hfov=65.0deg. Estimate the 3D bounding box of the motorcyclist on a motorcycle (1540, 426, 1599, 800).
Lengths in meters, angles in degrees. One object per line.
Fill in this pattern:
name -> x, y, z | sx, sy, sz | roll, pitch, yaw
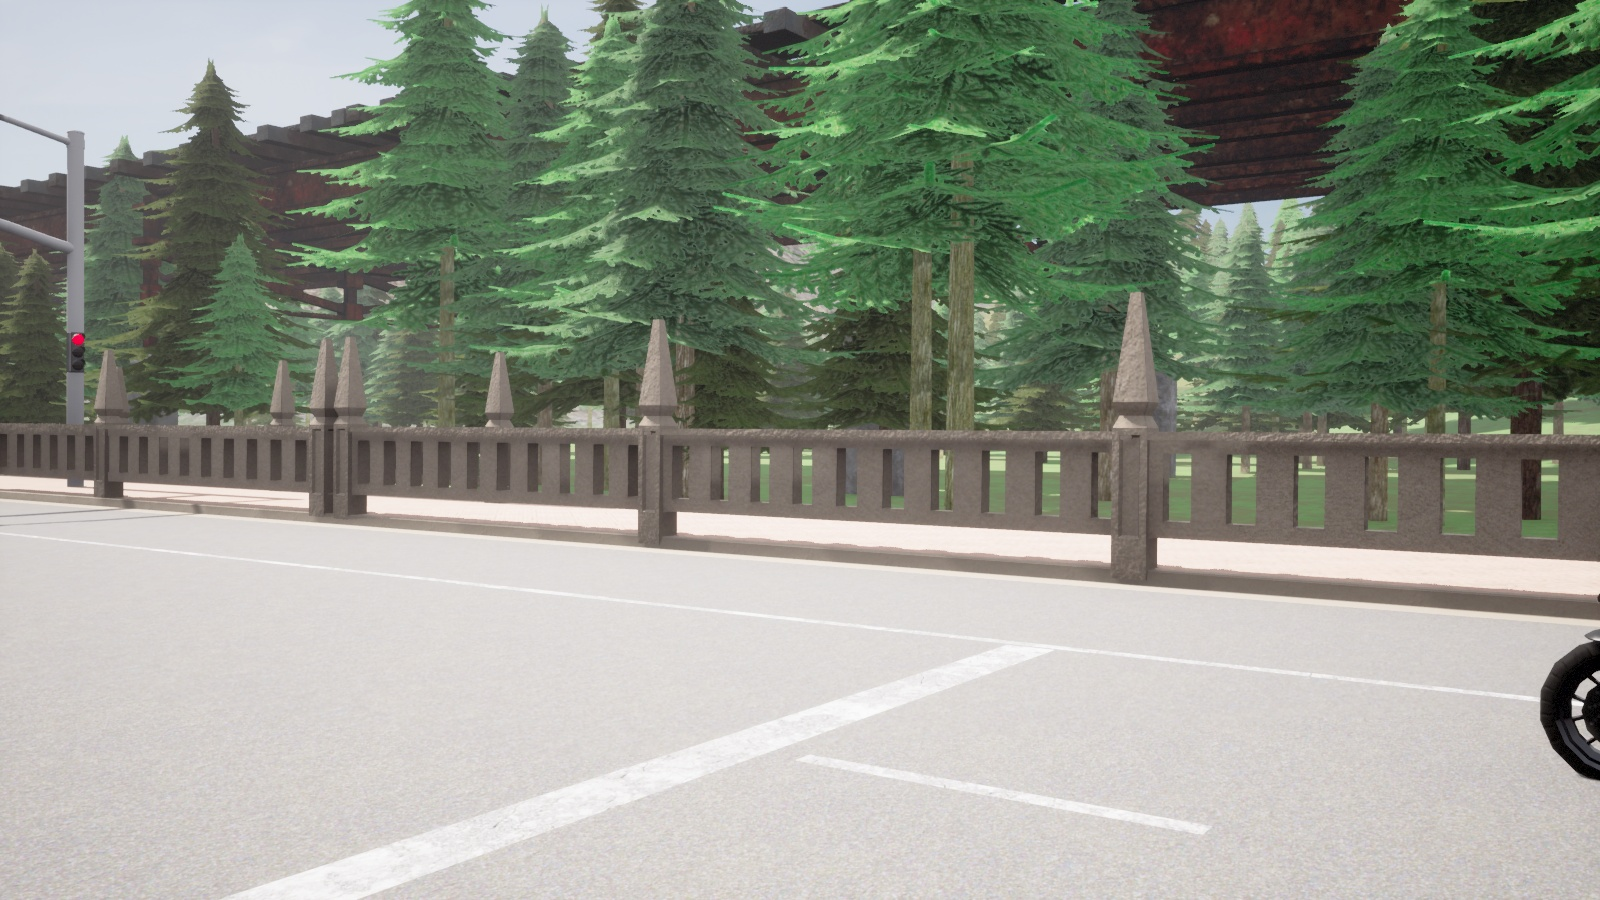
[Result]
motorcyclist on a motorcycle -> 4.247, 0.660, 5.004 | 2.191, 1.530, 0.866 | 0, 1, 34
